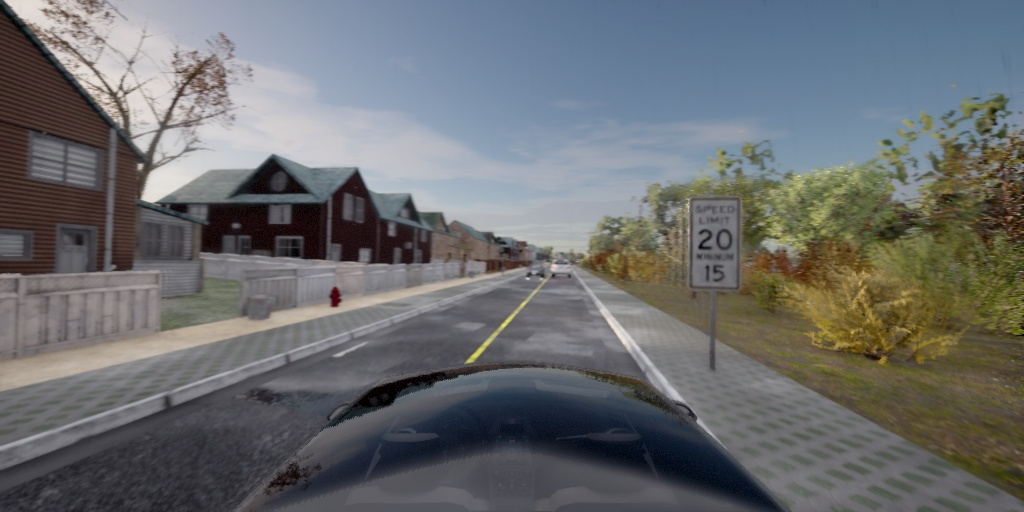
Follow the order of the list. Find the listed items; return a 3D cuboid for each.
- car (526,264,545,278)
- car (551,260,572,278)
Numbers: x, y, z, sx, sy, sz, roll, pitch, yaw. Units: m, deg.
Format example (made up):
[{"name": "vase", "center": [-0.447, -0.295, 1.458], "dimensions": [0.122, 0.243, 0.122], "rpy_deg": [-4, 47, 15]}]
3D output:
[{"name": "car", "center": [2.754, 1.648, 40.808], "dimensions": [2.128, 1.511, 4.902], "rpy_deg": [1, 0, 8]}, {"name": "car", "center": [5.779, 1.447, 41.906], "dimensions": [2.150, 2.045, 5.566], "rpy_deg": [1, 0, 9]}]
